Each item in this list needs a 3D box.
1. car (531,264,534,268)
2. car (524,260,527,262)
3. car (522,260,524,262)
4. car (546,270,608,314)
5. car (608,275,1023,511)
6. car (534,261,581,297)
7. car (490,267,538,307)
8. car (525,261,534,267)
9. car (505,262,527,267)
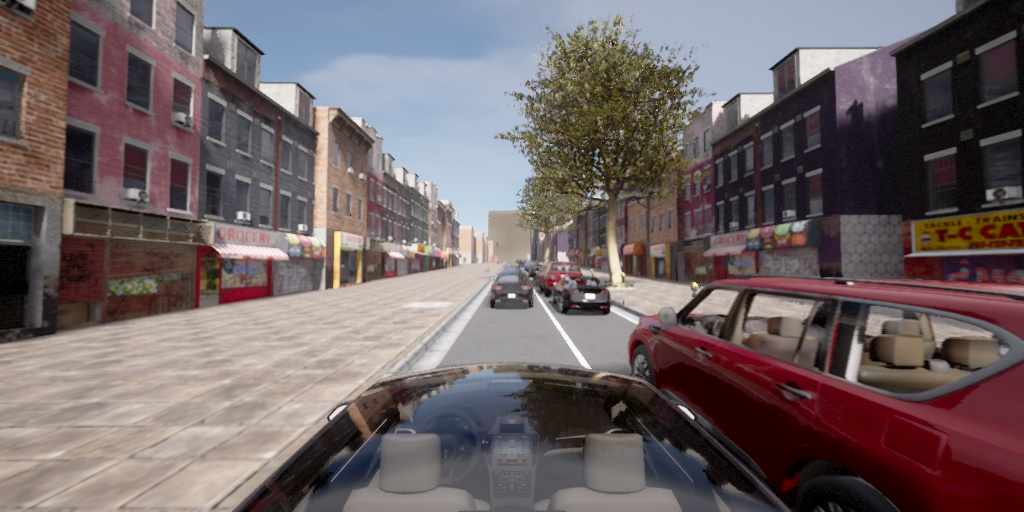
[{"bbox_3d":[2.629,1.468,25.358,1.888,1.381,4.507,0,0,0],"label":"car"},{"bbox_3d":[3.000,1.521,49.679,1.812,1.442,4.674,0,0,0],"label":"car"},{"bbox_3d":[2.988,1.490,56.683,1.882,1.535,5.008,0,0,0],"label":"car"},{"bbox_3d":[2.634,1.420,14.240,1.948,1.339,4.313,0,0,0],"label":"car"},{"bbox_3d":[2.639,1.078,3.125,2.192,1.841,5.009,0,0,0],"label":"car"},{"bbox_3d":[2.631,1.206,19.800,2.192,1.841,5.009,0,0,0],"label":"car"},{"bbox_3d":[-0.003,1.394,16.240,1.812,1.442,4.674,0,0,0],"label":"car"},{"bbox_3d":[2.624,1.530,36.472,1.948,1.339,4.313,0,0,0],"label":"car"},{"bbox_3d":[-0.013,1.494,30.872,2.033,1.411,5.357,0,0,0],"label":"car"}]
